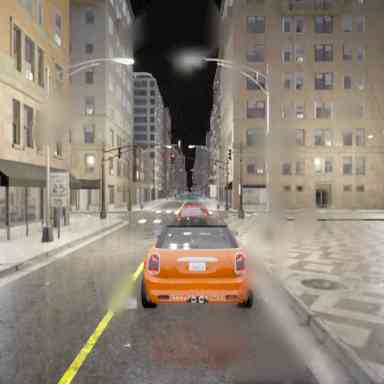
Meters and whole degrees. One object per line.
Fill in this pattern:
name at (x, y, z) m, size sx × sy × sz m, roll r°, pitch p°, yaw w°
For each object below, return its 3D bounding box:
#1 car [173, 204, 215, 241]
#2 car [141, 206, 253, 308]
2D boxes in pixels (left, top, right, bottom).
car at (0.084, 1.472, 17.656) m, size 1.882 × 1.535 × 5.008 m, roll 0°, pitch 0°, yaw 0°
car at (0.089, 1.350, 8.056) m, size 2.097 × 1.767 × 4.553 m, roll 0°, pitch 0°, yaw 0°
